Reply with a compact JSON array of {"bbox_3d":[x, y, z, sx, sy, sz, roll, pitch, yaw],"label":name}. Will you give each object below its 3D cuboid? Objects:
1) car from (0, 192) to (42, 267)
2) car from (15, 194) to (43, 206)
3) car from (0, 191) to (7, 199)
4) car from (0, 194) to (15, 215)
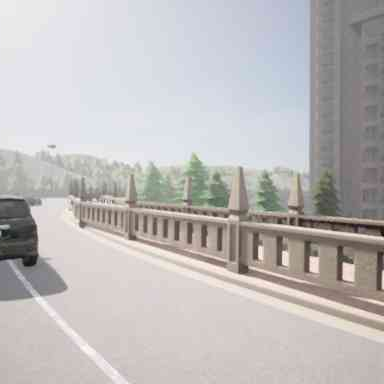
[{"bbox_3d":[-6.234,1.065,10.228,2.150,2.045,5.566,0,1,-34],"label":"car"},{"bbox_3d":[-20.056,0.964,41.094,1.994,1.385,4.181,0,1,-10],"label":"car"},{"bbox_3d":[-35.655,0.626,60.277,1.812,1.442,4.674,0,0,0],"label":"car"},{"bbox_3d":[-16.623,1.035,28.353,1.882,1.535,5.008,0,1,-18],"label":"car"}]
